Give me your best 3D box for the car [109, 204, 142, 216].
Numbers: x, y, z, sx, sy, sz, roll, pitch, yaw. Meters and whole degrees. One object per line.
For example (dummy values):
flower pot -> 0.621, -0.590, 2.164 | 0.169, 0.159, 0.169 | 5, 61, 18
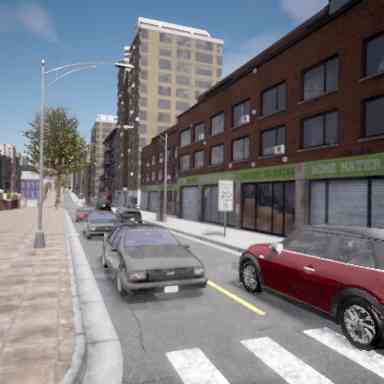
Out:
car -> -5.478, 1.914, 27.880 | 1.837, 1.490, 4.892 | 1, -1, -21

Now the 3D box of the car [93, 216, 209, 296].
car -> -1.387, 1.635, 9.304 | 2.033, 1.411, 5.357 | 1, -1, -22

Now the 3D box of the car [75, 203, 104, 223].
car -> -9.355, 1.971, 29.702 | 1.994, 1.385, 4.181 | 1, -1, -22

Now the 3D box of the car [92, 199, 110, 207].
car -> -12.443, 1.964, 45.716 | 2.150, 2.045, 5.566 | 1, -2, -21

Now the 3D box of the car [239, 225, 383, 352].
car -> 2.797, 1.449, 6.712 | 2.097, 1.767, 4.553 | 1, -1, -21

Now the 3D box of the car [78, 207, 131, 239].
car -> -5.161, 1.772, 18.971 | 2.033, 1.411, 5.357 | 1, -1, -21
